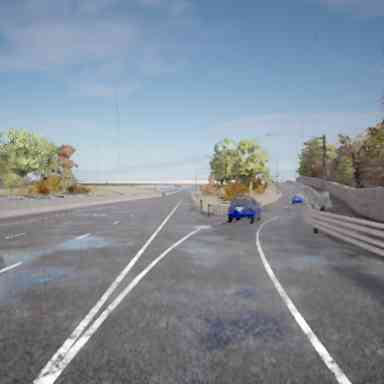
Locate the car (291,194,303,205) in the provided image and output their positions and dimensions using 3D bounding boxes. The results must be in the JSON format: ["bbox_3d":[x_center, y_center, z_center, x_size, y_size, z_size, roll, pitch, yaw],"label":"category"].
[{"bbox_3d":[21.937,1.587,69.313,2.150,2.045,5.566,0,3,20],"label":"car"}]

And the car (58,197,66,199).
[{"bbox_3d":[-25.200,1.531,63.521,1.895,1.301,4.718,0,0,-1],"label":"car"}]

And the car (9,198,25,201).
[{"bbox_3d":[-25.085,1.492,47.785,1.994,1.385,4.181,0,0,0],"label":"car"}]

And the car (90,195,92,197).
[{"bbox_3d":[-25.372,1.311,79.743,2.128,1.511,4.902,0,0,-1],"label":"car"}]

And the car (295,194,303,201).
[{"bbox_3d":[25.458,1.277,79.169,1.812,1.442,4.674,0,4,18],"label":"car"}]

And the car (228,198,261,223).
[{"bbox_3d":[4.562,1.543,28.461,2.150,2.045,5.566,0,-1,18],"label":"car"}]

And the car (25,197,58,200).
[{"bbox_3d":[-21.587,1.440,47.983,1.837,1.490,4.892,0,0,0],"label":"car"}]

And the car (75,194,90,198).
[{"bbox_3d":[-21.708,1.468,64.088,1.812,1.442,4.674,0,0,-1],"label":"car"}]

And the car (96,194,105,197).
[{"bbox_3d":[-21.873,1.292,79.845,1.837,1.490,4.892,0,0,-1],"label":"car"}]
